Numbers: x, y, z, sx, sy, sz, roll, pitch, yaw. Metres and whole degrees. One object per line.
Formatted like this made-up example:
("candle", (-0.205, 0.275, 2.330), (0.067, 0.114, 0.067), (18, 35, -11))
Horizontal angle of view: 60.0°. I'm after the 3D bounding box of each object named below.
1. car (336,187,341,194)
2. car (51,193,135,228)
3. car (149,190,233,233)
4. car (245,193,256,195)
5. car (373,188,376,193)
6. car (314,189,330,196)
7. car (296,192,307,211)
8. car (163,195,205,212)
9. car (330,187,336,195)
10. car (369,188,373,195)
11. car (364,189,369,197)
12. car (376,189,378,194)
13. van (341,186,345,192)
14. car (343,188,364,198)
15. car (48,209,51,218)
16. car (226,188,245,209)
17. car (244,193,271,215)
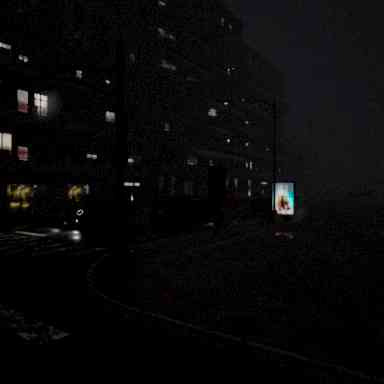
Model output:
("car", (34.376, -0.243, 81.515), (1.967, 1.590, 4.097), (2, 2, 35))
("car", (-5.642, 1.072, 19.996), (2.097, 1.767, 4.553), (0, 1, 35))
("car", (-0.138, 1.024, 17.730), (2.192, 1.841, 5.009), (1, 2, 35))
("car", (5.707, 0.825, 40.659), (2.008, 1.369, 4.403), (2, 2, 35))
("car", (38.093, -0.014, 72.227), (1.887, 1.381, 4.507), (1, 2, 35))
("car", (28.004, -0.028, 72.434), (1.967, 1.590, 4.097), (2, 2, 35))
("car", (9.419, 0.963, 31.359), (1.947, 1.339, 4.313), (1, 2, 35))
("car", (-0.663, 1.066, 31.579), (1.802, 1.307, 4.206), (2, 2, 35))
("car", (31.189, -0.031, 76.978), (1.887, 1.381, 4.507), (2, 2, 35))
("car", (34.907, 0.094, 67.686), (1.887, 1.381, 4.507), (1, 2, 35))
("car", (31.721, 0.096, 63.142), (1.967, 1.590, 4.097), (1, 2, 35))
("car", (44.464, -0.223, 81.309), (2.008, 1.369, 4.403), (1, 2, 35))
("van", (37.561, -0.449, 86.052), (1.690, 1.788, 3.998), (2, 2, 35))
("car", (28.535, 0.307, 58.604), (1.887, 1.381, 4.507), (1, 2, 35))
("car", (-7.032, 1.006, 22.492), (2.192, 1.841, 5.009), (2, 2, 35))
("car", (2.578, 0.665, 31.710), (2.150, 2.045, 5.566), (0, 2, 35))
("car", (6.233, 1.067, 26.818), (1.947, 1.339, 4.313), (1, 2, 35))
